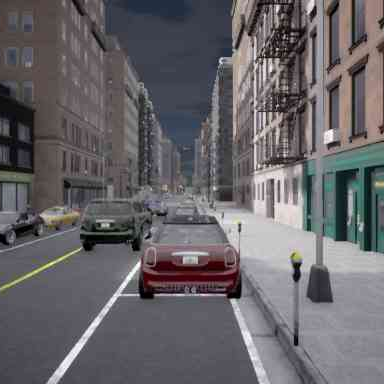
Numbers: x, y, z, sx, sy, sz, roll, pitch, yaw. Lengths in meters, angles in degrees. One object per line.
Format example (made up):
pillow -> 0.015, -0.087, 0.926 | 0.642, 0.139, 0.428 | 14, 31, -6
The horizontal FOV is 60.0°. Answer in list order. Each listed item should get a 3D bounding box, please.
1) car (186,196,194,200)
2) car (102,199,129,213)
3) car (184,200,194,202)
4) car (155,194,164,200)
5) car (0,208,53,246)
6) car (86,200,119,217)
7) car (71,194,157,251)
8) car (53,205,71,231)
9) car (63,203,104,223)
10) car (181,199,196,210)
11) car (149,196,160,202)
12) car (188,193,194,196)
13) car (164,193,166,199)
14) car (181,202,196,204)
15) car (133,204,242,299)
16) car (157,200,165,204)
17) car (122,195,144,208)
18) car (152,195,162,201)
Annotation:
car -> -0.383, 1.519, 37.181 | 1.752, 1.417, 4.829 | 0, 0, 0
car -> -8.408, 1.544, 37.020 | 2.008, 1.369, 4.403 | 0, 0, 0
car -> -0.383, 1.564, 26.185 | 1.947, 1.339, 4.313 | 0, 0, 0
car -> -5.770, 1.314, 48.215 | 2.150, 2.045, 5.566 | 0, 0, 0
car -> -8.408, 1.565, 15.368 | 1.947, 1.339, 4.313 | 0, 0, 0
car -> -8.408, 1.547, 31.607 | 2.008, 1.369, 4.403 | 0, 0, 0
car -> -3.020, 1.258, 14.276 | 2.150, 2.045, 5.566 | 0, 0, 0
car -> -8.408, 1.524, 20.611 | 1.752, 1.417, 4.829 | 0, 0, 0
car -> -8.408, 1.580, 26.194 | 1.802, 1.307, 4.206 | 0, 0, 0
car -> -0.383, 1.572, 42.423 | 1.802, 1.307, 4.206 | 0, 0, 0
car -> -8.408, 1.520, 74.308 | 2.008, 1.369, 4.403 | 0, 0, 0
car -> -0.382, 1.395, 90.663 | 1.967, 1.590, 4.097 | 0, 0, 0
car -> -8.408, 1.486, 85.047 | 1.752, 1.417, 4.829 | 0, 0, 0
car -> -0.383, 1.565, 20.772 | 1.947, 1.339, 4.313 | 0, 0, 0
car -> -0.033, 1.352, 8.620 | 2.097, 1.767, 4.553 | 0, 0, 0
car -> -3.020, 1.615, 29.276 | 1.895, 1.301, 4.718 | 0, 0, 0
car -> -8.408, 1.302, 47.845 | 2.192, 1.841, 5.009 | 0, 0, 0
car -> -8.408, 1.510, 79.763 | 1.887, 1.381, 4.507 | 0, 0, 0
